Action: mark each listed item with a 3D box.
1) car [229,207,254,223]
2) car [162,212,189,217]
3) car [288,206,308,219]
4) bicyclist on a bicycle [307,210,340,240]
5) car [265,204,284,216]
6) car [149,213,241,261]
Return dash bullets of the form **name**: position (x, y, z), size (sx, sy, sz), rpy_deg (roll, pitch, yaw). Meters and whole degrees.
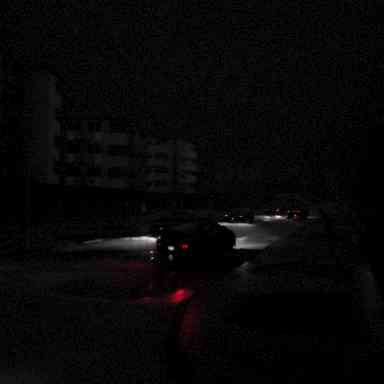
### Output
- **car**: position (4.745, 2.218, 32.796), size (1.812, 1.442, 4.674), rpy_deg (0, 0, 25)
- **car**: position (-0.895, 1.954, 20.724), size (1.994, 1.385, 4.181), rpy_deg (0, -1, 25)
- **car**: position (12.804, 2.437, 40.176), size (1.837, 1.490, 4.892), rpy_deg (0, -1, 25)
- **bicyclist on a bicycle**: position (7.147, 1.790, 18.098), size (1.656, 1.620, 0.582), rpy_deg (0, -1, 25)
- **car**: position (11.967, 2.490, 48.090), size (2.097, 1.767, 4.553), rpy_deg (0, -1, 25)
- **car**: position (0.286, 1.795, 13.562), size (1.812, 1.442, 4.674), rpy_deg (0, -1, 26)
